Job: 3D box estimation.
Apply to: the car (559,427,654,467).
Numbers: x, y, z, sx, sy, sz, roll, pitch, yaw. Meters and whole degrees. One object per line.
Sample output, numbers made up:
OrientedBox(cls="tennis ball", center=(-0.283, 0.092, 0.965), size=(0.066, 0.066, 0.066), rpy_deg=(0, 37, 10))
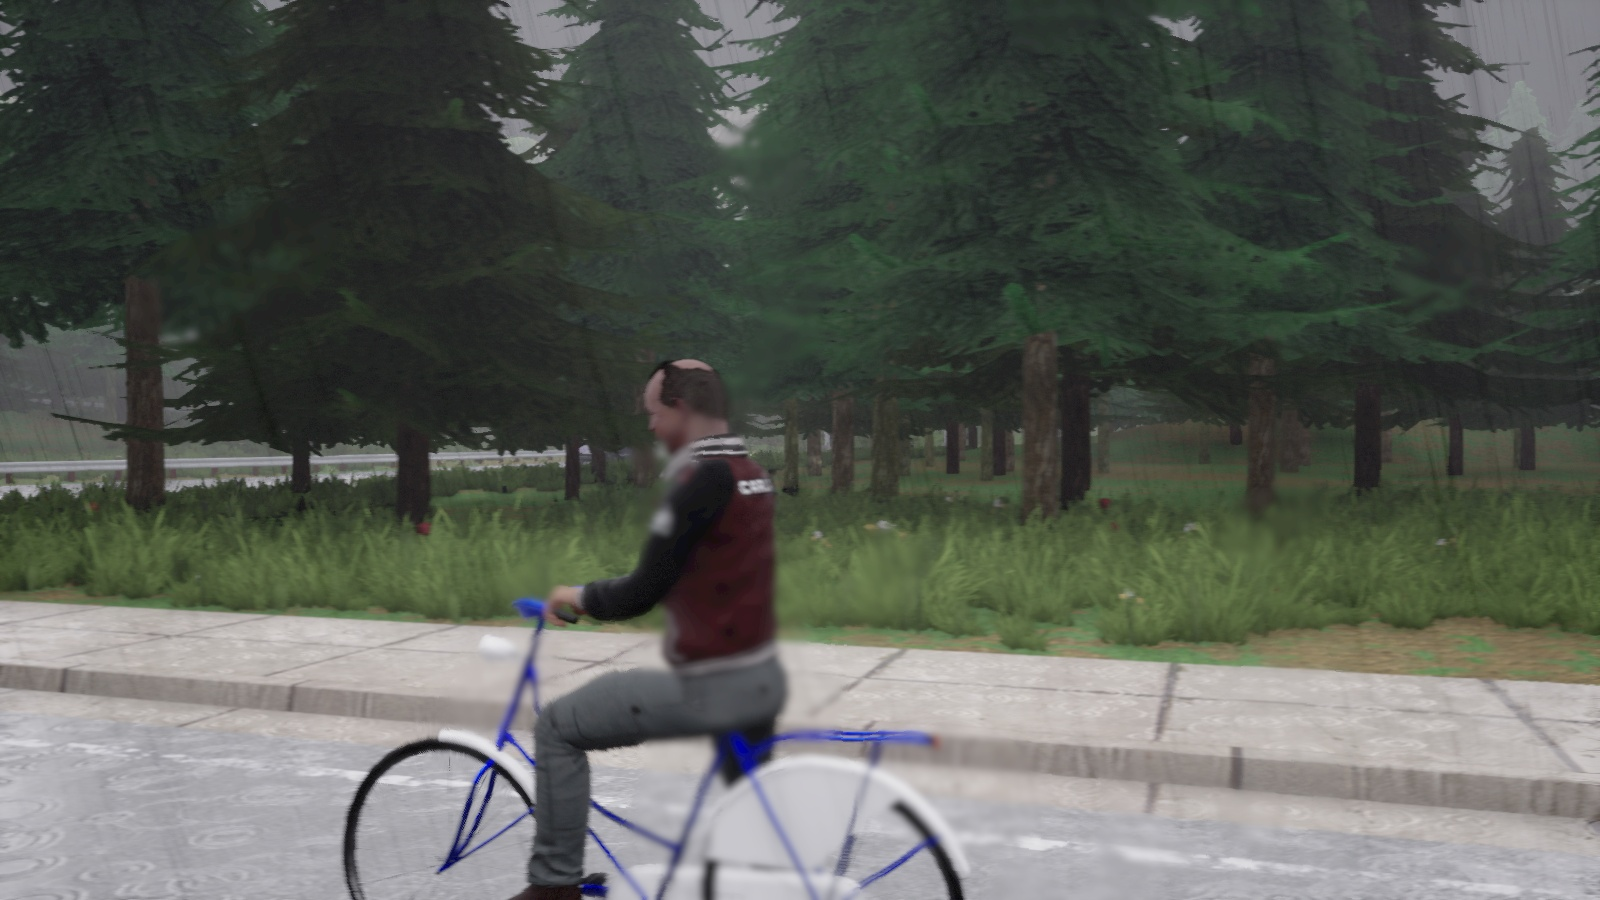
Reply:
OrientedBox(cls="car", center=(-8.319, -0.175, 54.519), size=(2.033, 1.649, 4.856), rpy_deg=(1, 1, 20))

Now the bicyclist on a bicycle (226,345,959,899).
OrientedBox(cls="bicyclist on a bicycle", center=(-0.556, 0.641, 3.378), size=(1.843, 1.776, 0.659), rpy_deg=(1, 1, 19))
